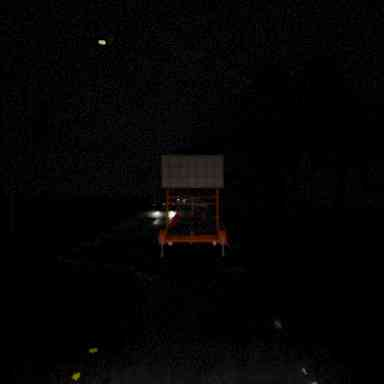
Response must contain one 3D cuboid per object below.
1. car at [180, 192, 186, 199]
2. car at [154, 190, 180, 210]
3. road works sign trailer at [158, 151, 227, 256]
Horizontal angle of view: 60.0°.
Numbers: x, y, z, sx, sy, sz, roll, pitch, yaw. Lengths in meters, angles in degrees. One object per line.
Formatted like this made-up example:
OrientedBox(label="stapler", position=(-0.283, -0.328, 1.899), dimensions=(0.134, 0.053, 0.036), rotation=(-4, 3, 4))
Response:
OrientedBox(label="car", position=(-2.492, 0.811, 76.019), dimensions=(1.837, 1.490, 4.892), rotation=(0, 0, 0))
OrientedBox(label="car", position=(-2.729, 0.817, 35.185), dimensions=(2.150, 2.045, 5.566), rotation=(0, 1, 0))
OrientedBox(label="road works sign trailer", position=(0.022, 0.308, 12.272), dimensions=(2.380, 3.560, 2.880), rotation=(0, 1, 0))
